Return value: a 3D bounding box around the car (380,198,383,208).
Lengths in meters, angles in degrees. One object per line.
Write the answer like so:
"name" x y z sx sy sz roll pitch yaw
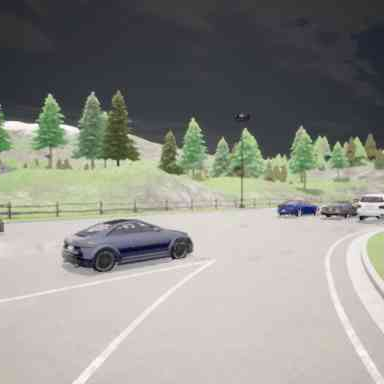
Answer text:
"car" 29.257 1.550 47.945 5.357 1.411 2.033 0 0 -42

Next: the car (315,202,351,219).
"car" 13.282 1.549 29.047 5.357 1.411 2.033 0 0 -42

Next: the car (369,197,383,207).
"car" 30.352 1.529 53.602 4.674 1.442 1.812 0 0 -42

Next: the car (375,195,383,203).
"car" 37.620 1.314 64.885 5.008 1.535 1.882 0 0 -42

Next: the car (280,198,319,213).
"car" 12.089 1.480 37.356 5.008 1.535 1.882 0 0 -42

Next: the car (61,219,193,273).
"car" -1.969 1.565 10.797 4.181 1.385 1.994 0 0 -42

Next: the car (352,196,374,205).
"car" 29.834 1.481 57.960 5.008 1.535 1.882 0 0 -42

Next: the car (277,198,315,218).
"car" 9.837 1.480 30.669 5.008 1.535 1.882 0 0 -42

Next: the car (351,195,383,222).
"car" 14.754 1.223 25.674 5.566 2.045 2.150 0 0 -42

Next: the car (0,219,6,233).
"car" -11.551 1.565 16.327 4.181 1.385 1.994 0 0 -42
